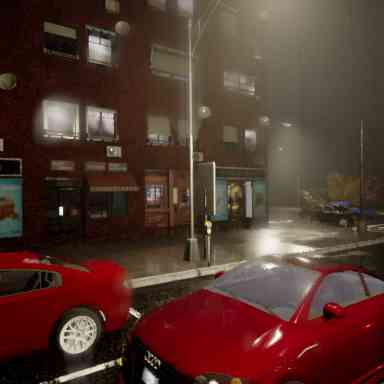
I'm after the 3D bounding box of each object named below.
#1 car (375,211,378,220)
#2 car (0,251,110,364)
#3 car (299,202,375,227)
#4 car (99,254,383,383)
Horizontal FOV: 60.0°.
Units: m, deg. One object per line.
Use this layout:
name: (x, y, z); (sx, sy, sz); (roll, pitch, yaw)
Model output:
car: (12.300, 1.582, 26.903); (1.882, 1.535, 5.008); (-1, 0, -35)
car: (-3.055, 1.545, 4.395); (4.507, 1.381, 1.887); (0, -1, -35)
car: (10.172, 1.644, 24.256); (1.837, 1.490, 4.892); (-1, 0, -35)
car: (1.238, 1.564, 4.240); (4.181, 1.385, 1.994); (0, 0, -35)
